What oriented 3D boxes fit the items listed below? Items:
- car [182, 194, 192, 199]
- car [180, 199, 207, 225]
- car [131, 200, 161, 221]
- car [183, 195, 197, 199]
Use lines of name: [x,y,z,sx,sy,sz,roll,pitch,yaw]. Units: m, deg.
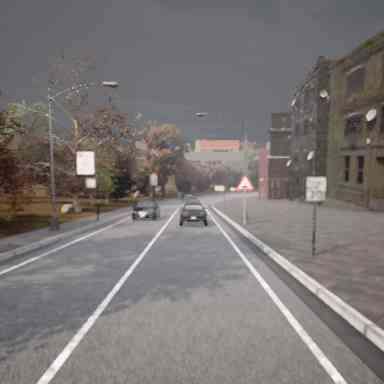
car: [-0.729,1.152,67.448,1.812,1.442,4.674,1,1,12]
car: [0.096,1.482,23.506,1.812,1.442,4.674,0,0,0]
car: [-3.597,1.442,26.636,2.128,1.511,4.902,0,0,0]
car: [0.155,1.487,42.239,1.994,1.385,4.181,0,0,1]
